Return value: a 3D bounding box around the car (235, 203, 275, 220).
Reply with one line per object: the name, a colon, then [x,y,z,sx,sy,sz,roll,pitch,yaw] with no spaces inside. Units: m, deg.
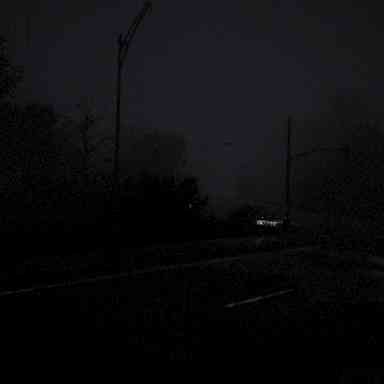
car: [5.972,1.904,32.010,1.837,1.490,4.892,2,2,-23]
